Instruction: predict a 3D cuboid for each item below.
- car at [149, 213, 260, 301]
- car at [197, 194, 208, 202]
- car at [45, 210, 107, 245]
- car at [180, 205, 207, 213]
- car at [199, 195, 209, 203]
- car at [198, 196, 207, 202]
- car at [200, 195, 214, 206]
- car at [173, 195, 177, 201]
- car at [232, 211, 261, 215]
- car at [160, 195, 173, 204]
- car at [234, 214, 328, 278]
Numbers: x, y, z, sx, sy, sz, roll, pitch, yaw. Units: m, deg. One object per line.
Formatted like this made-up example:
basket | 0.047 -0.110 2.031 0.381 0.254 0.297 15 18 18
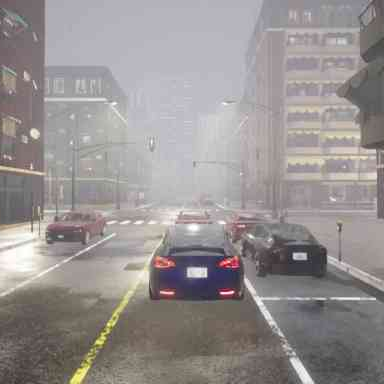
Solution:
car | 0.096 1.506 8.381 2.163 1.488 4.792 0 0 0
car | 2.573 1.359 63.672 2.192 1.841 5.009 1 0 0
car | -5.282 1.550 15.638 1.887 1.381 4.507 1 0 0
car | 0.084 1.607 18.104 1.895 1.301 4.718 0 0 0
car | 2.535 1.494 70.795 1.967 1.590 4.097 1 0 0
car | 2.528 1.635 82.175 1.947 1.339 4.313 1 0 0
car | 2.673 1.577 53.726 1.887 1.381 4.507 1 0 0
car | -5.355 1.624 87.848 1.887 1.381 4.507 1 0 0
car | 2.565 1.550 15.670 1.887 1.381 4.507 1 0 0
car | -5.359 1.597 65.090 2.008 1.369 4.403 1 0 0
car | 2.568 1.569 9.999 1.947 1.339 4.313 1 0 0
